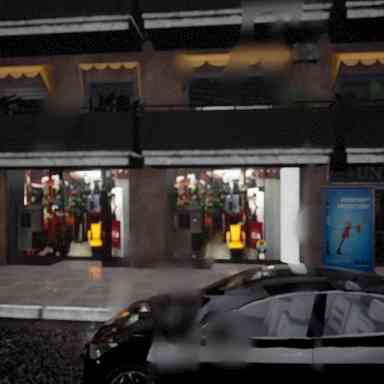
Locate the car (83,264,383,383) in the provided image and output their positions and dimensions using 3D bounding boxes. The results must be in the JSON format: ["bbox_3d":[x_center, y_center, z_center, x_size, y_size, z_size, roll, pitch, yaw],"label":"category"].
[{"bbox_3d":[0.998,1.565,3.774,4.313,1.339,1.947,0,0,6],"label":"car"}]
